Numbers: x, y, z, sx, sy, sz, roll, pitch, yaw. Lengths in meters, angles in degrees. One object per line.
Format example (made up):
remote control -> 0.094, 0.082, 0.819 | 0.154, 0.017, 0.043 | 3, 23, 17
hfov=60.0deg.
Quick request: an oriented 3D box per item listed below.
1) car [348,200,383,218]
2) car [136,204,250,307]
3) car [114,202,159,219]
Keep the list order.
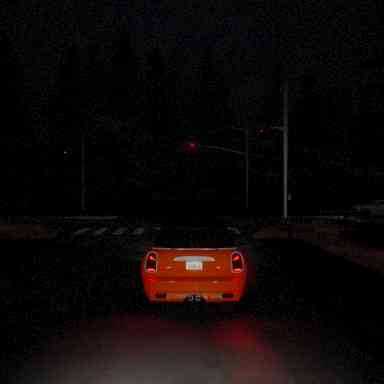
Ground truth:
car -> 15.352, 1.363, 27.381 | 4.674, 1.442, 1.812 | 0, 0, -1
car -> 0.049, 1.352, 8.149 | 2.097, 1.767, 4.553 | 0, 0, 0
car -> -3.917, 1.449, 27.327 | 4.718, 1.301, 1.895 | 0, 0, 0
